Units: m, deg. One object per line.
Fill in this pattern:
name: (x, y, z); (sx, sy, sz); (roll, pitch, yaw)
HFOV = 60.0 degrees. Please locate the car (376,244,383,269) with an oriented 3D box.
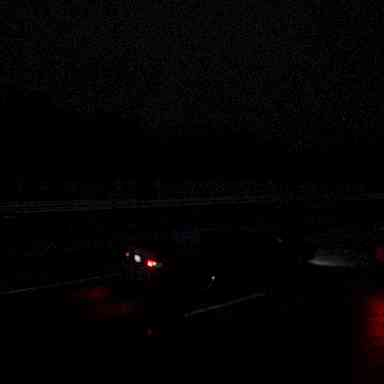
car: (6.796, 1.455, 8.544); (4.718, 1.301, 1.895); (-1, 1, -35)

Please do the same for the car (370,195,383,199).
car: (25.268, 0.982, 42.426); (4.892, 1.490, 1.837); (0, 0, -33)

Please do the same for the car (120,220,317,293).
car: (0.895, 1.468, 8.684); (5.357, 1.411, 2.033); (-1, 1, -34)

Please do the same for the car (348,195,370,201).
car: (23.372, 1.081, 45.368); (4.718, 1.301, 1.895); (-1, 0, -33)

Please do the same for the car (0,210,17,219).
car: (-9.919, 1.529, 14.099); (4.674, 1.442, 1.812); (-1, 1, -36)

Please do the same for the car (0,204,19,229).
car: (-13.617, 1.545, 20.067); (5.357, 1.411, 2.033); (-1, 1, -36)
